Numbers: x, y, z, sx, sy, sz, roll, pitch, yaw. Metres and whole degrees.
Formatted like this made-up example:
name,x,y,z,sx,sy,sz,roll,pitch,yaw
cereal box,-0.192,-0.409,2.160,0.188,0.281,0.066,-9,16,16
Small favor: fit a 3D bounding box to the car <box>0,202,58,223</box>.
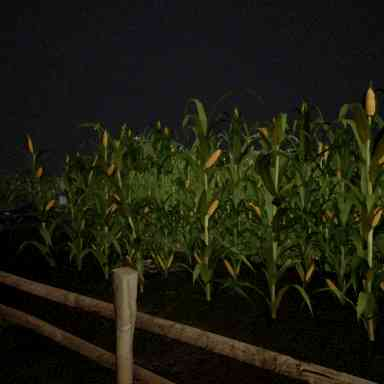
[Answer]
name,x,y,z,sx,sy,sz,roll,pitch,yaw
car,-12.045,1.449,24.428,1.994,1.385,4.181,0,1,35
